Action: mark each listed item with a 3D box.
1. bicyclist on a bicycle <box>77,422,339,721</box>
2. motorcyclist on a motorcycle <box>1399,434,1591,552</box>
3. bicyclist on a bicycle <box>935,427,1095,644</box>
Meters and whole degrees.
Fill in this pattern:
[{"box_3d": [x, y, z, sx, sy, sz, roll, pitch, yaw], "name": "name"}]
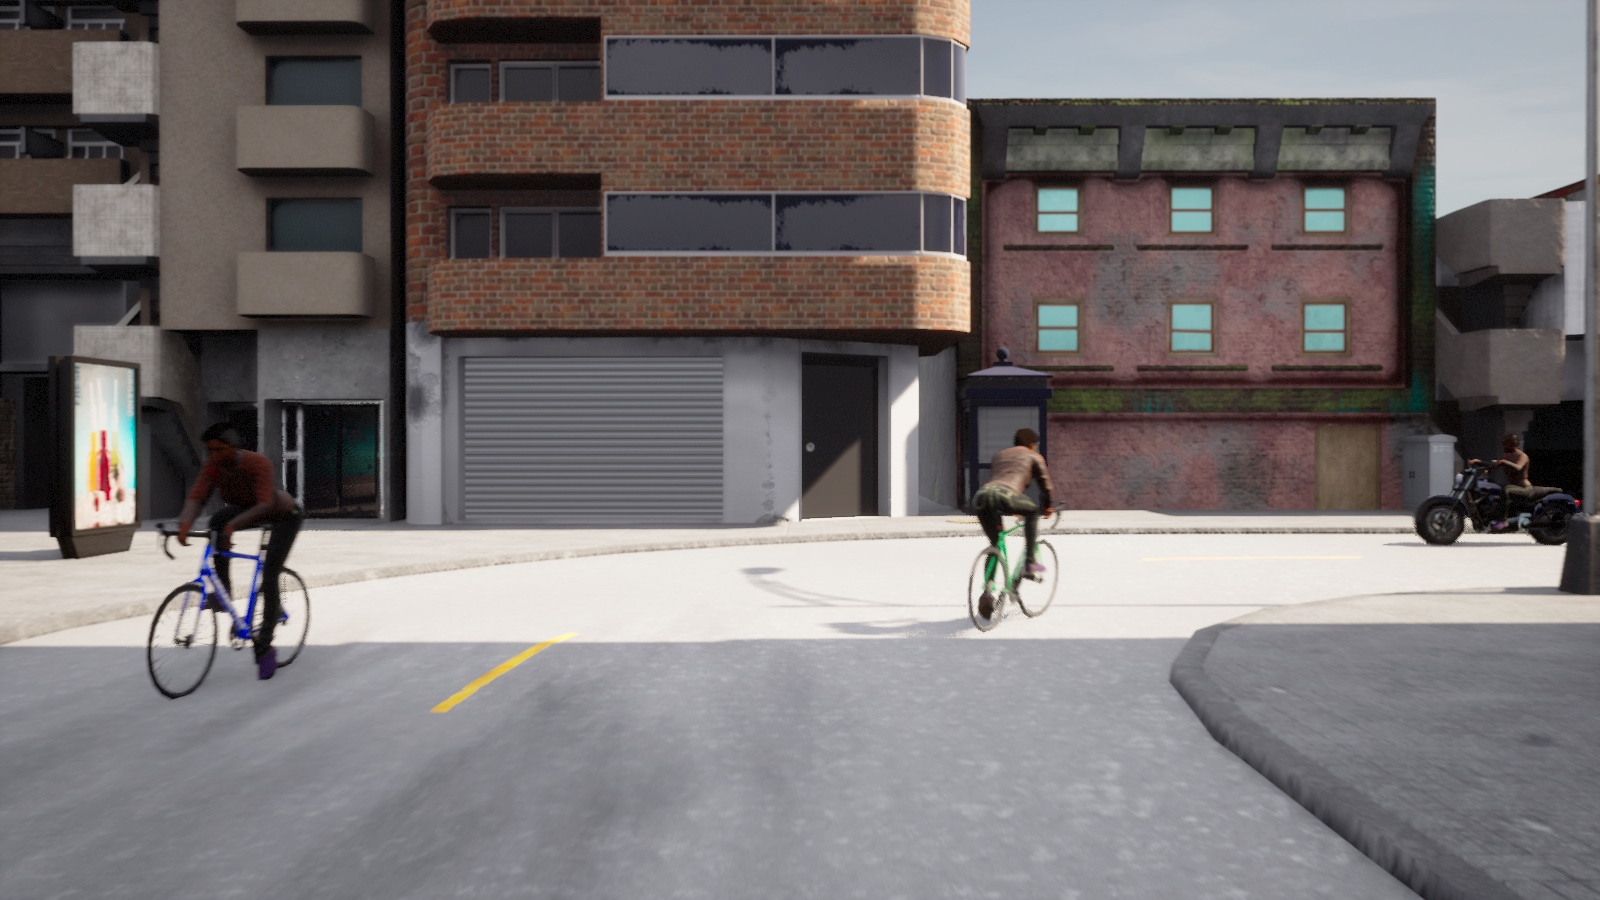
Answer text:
[{"box_3d": [-3.552, 0.653, 7.701, 0.582, 1.620, 1.656, 1, 1, 10], "name": "bicyclist on a bicycle"}, {"box_3d": [9.963, 0.601, 18.056, 2.350, 1.649, 0.766, 0, 0, -1], "name": "motorcyclist on a motorcycle"}, {"box_3d": [1.791, 0.643, 10.273, 0.582, 1.620, 1.656, 2, 1, 35], "name": "bicyclist on a bicycle"}]
